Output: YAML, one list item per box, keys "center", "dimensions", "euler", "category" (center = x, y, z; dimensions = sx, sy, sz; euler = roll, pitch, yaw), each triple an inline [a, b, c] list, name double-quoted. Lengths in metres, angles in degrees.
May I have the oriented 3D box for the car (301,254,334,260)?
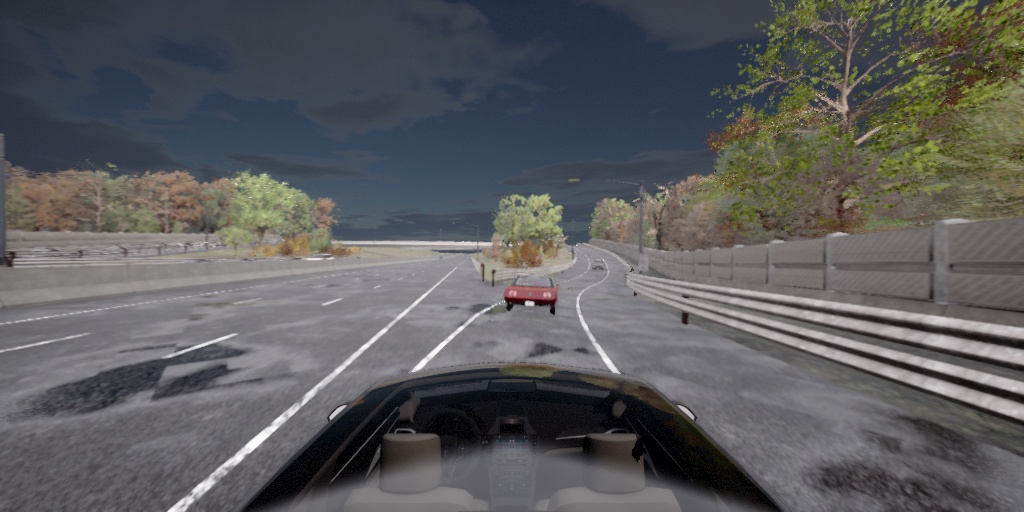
- center: [-27.605, 0.705, 51.610]
  dimensions: [2.150, 2.045, 5.566]
  euler: [1, 0, -6]
  category: "car"

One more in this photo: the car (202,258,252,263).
- center: [-25.541, 0.973, 33.184]
  dimensions: [1.882, 1.535, 5.008]
  euler: [1, 0, -6]
  category: "car"

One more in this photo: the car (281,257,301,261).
- center: [-31.005, 0.955, 50.482]
  dimensions: [1.837, 1.490, 4.892]
  euler: [1, 0, -6]
  category: "car"

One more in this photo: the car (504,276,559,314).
- center: [0.974, 1.470, 14.712]
  dimensions: [1.895, 1.301, 4.718]
  euler: [2, -2, 9]
  category: "car"

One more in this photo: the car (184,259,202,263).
- center: [-29.022, 1.010, 32.833]
  dimensions: [2.033, 1.411, 5.357]
  euler: [1, 0, -6]
  category: "car"

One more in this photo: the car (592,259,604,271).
- center: [15.089, 1.814, 62.896]
  dimensions: [1.895, 1.301, 4.718]
  euler: [1, 2, 14]
  category: "car"
